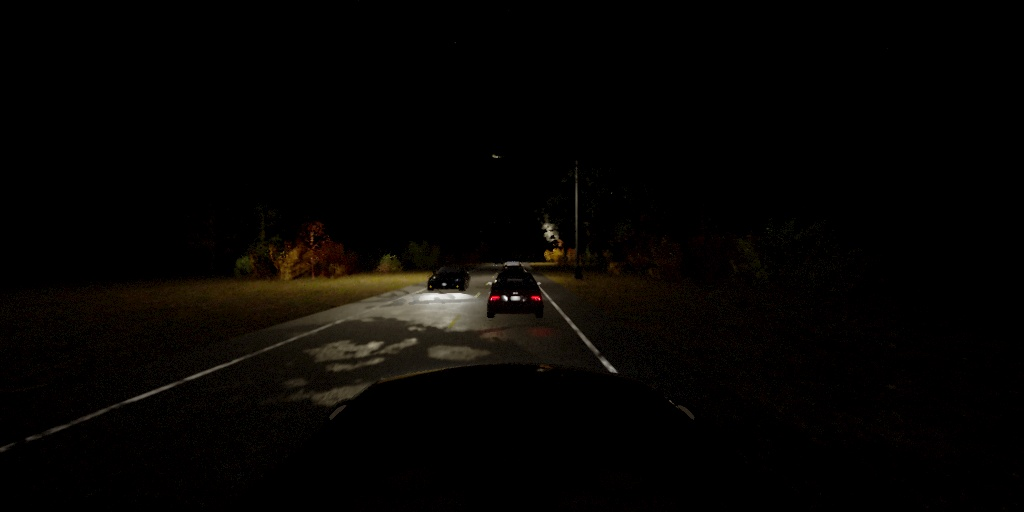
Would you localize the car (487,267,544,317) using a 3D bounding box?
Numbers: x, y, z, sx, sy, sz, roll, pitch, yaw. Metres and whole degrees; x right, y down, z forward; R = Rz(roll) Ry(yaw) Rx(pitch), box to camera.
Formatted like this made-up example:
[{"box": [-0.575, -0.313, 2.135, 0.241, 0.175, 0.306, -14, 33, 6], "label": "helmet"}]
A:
[{"box": [0.099, 1.293, 13.067, 2.033, 1.411, 5.357, 0, 0, 0], "label": "car"}]

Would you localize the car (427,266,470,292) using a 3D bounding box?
[{"box": [-3.599, 1.307, 20.964, 1.994, 1.385, 4.181, 0, 0, 0], "label": "car"}]

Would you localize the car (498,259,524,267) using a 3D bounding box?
[{"box": [0.098, 1.231, 33.000, 2.128, 1.511, 4.902, 0, 0, 0], "label": "car"}]
